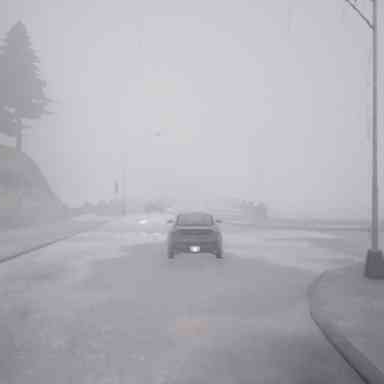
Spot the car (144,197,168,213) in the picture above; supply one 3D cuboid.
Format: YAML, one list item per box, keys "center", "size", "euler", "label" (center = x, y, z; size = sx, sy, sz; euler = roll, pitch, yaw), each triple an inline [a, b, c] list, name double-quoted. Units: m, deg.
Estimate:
- center: [-4.093, 1.582, 36.853]
  size: [1.895, 1.301, 4.718]
  euler: [0, 0, 0]
  label: "car"

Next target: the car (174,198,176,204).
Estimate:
- center: [-4.028, 1.531, 63.255]
  size: [1.994, 1.385, 4.181]
  euler: [0, 0, 1]
  label: "car"

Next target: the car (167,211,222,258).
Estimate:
- center: [0.096, 1.499, 12.723]
  size: [1.837, 1.490, 4.892]
  euler: [0, 0, 0]
  label: "car"

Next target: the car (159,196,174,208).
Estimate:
- center: [-4.083, 1.329, 47.143]
  size: [2.097, 1.767, 4.553]
  euler: [0, 0, 0]
  label: "car"
